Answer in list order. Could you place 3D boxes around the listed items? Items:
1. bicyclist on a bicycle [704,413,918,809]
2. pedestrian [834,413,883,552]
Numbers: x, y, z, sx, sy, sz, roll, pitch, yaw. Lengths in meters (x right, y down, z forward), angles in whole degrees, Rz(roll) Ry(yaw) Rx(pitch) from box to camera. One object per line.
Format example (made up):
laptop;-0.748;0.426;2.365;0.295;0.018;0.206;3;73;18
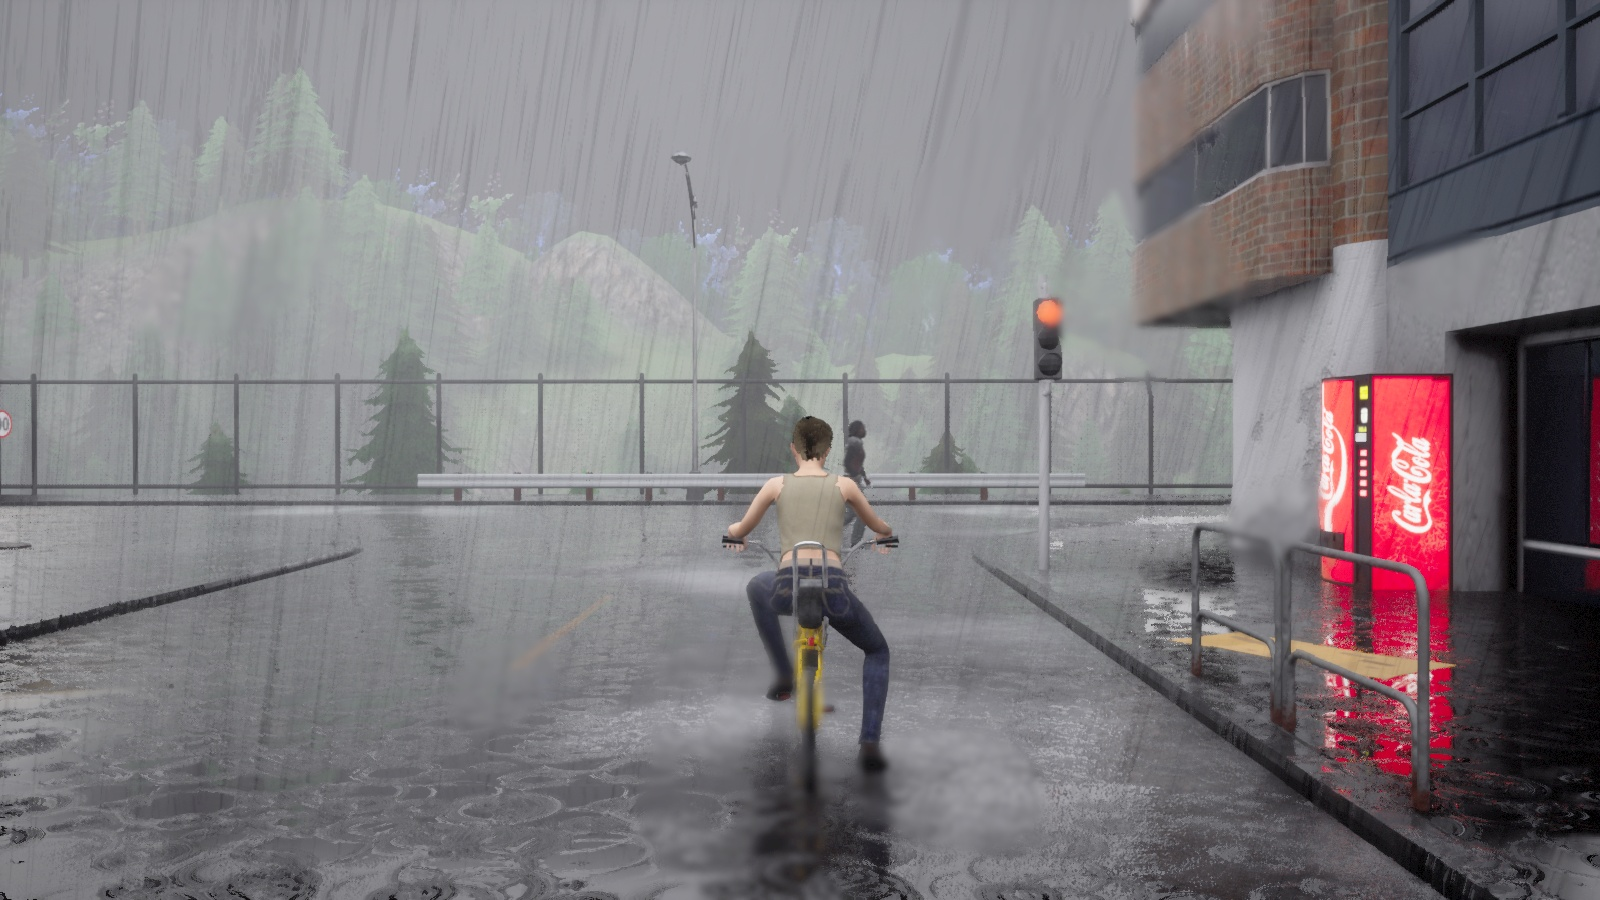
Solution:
bicyclist on a bicycle;0.049;0.650;5.861;0.866;1.612;1.509;0;0;0
pedestrian;0.816;0.447;17.638;0.666;1.930;0.402;0;0;0
